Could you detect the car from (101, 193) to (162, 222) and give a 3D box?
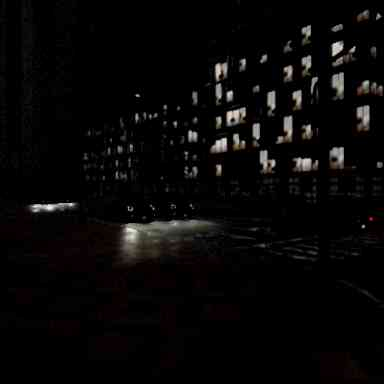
[{"bbox_3d":[-4.353,0.985,22.525,2.097,1.767,4.553,0,1,-38],"label":"car"}]

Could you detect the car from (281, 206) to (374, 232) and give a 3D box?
[{"bbox_3d":[7.411,1.412,18.738,1.895,1.301,4.718,0,1,-37],"label":"car"}]

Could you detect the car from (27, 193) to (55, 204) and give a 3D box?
[{"bbox_3d":[-19.030,0.797,41.306,1.895,1.301,4.718,0,1,-38],"label":"car"}]

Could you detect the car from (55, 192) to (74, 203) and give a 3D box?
[{"bbox_3d":[-17.519,0.708,44.675,2.033,1.411,5.357,0,1,-38],"label":"car"}]

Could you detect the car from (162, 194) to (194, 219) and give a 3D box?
[{"bbox_3d":[-1.816,0.980,24.560,2.097,1.767,4.553,0,1,-38],"label":"car"}]
